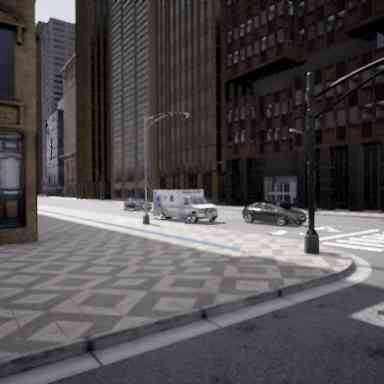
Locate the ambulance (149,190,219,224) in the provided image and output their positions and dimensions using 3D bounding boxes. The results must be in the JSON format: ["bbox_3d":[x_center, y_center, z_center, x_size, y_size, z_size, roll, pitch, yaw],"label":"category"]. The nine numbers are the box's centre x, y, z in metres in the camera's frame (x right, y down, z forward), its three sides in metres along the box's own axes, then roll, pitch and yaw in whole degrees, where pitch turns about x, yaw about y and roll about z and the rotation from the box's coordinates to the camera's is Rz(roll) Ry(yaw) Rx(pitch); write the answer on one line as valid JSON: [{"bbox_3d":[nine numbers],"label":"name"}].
[{"bbox_3d":[-0.589,1.037,25.809,2.351,2.431,6.366,-1,0,-35],"label":"ambulance"}]

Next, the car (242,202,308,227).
[{"bbox_3d":[5.499,1.445,22.645,1.837,1.490,4.892,-1,0,-35],"label":"car"}]

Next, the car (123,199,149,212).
[{"bbox_3d":[-6.603,1.534,39.846,2.128,1.511,4.902,-1,0,-35],"label":"car"}]
